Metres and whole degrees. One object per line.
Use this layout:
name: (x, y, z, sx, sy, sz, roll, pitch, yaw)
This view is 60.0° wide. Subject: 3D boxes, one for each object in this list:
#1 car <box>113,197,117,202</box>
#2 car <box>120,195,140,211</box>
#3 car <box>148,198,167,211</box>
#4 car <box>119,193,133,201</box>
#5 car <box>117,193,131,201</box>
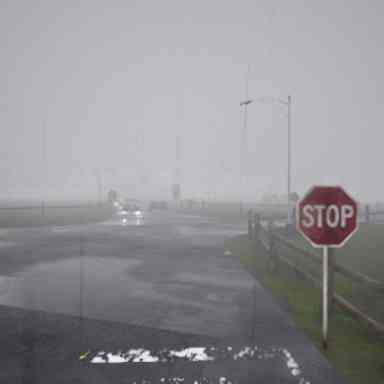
car: (-14.791, 1.260, 65.911, 2.128, 1.511, 4.902, 0, 0, -19)
car: (-7.152, 1.414, 38.752, 1.837, 1.490, 4.892, 0, 0, -12)
car: (-4.126, 1.389, 38.797, 1.882, 1.535, 5.008, 0, 0, -11)
car: (-14.457, 1.083, 72.817, 2.097, 1.767, 4.553, 0, 0, -23)
car: (-9.718, 1.338, 49.478, 1.882, 1.535, 5.008, 0, 0, -15)
